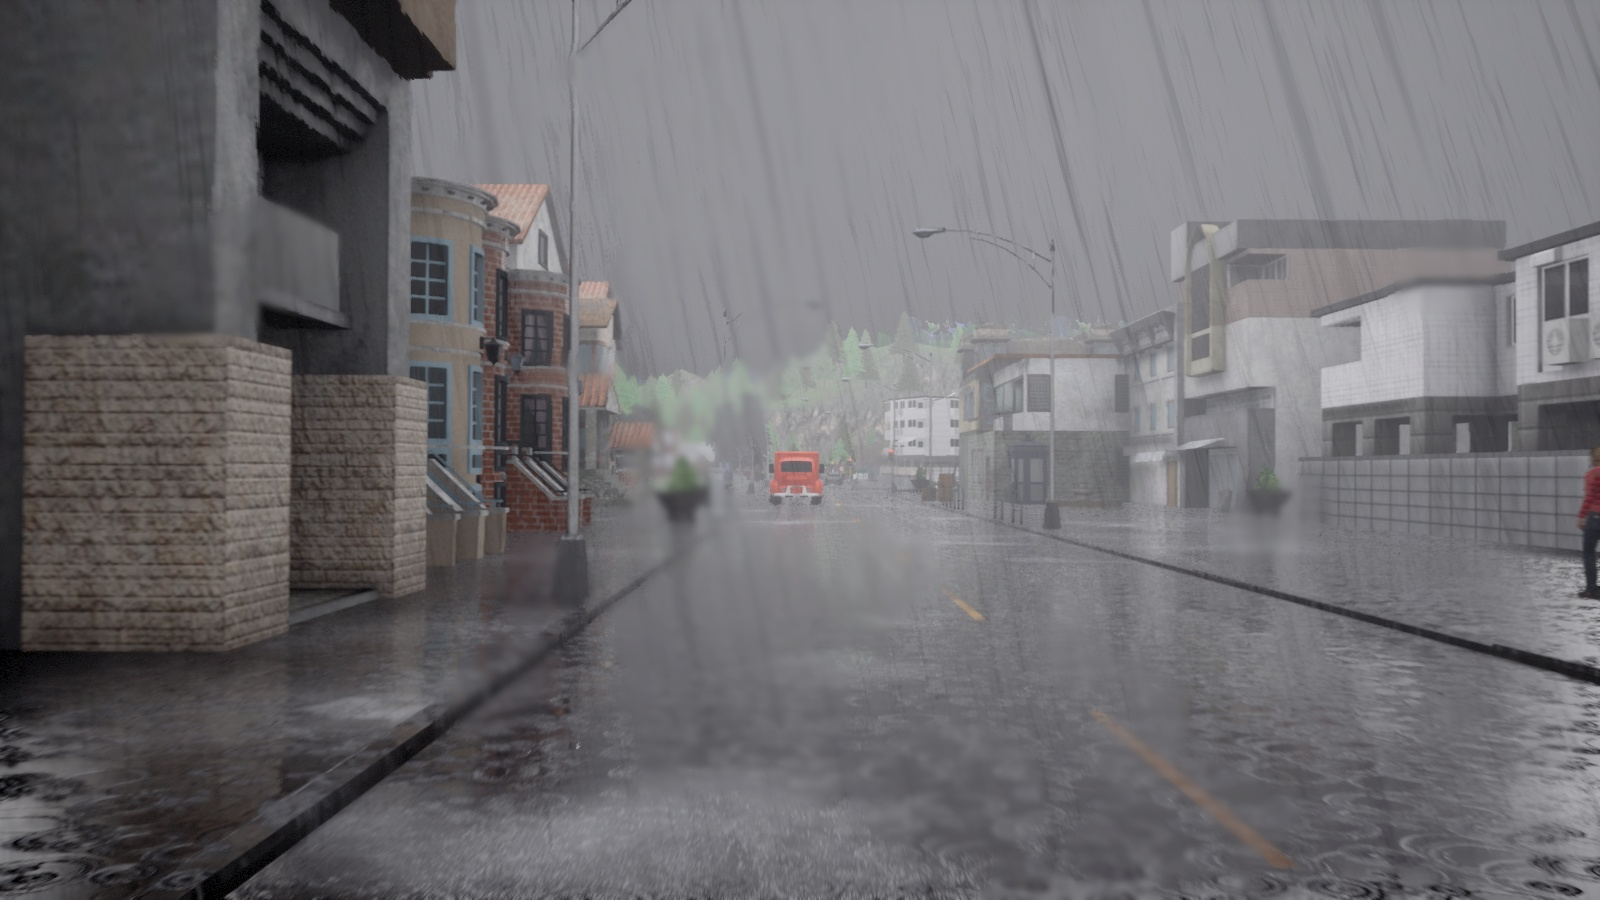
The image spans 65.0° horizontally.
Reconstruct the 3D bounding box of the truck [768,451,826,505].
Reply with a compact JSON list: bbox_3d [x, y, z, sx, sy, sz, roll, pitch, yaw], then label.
[{"bbox_3d":[-0.153,1.310,59.399,2.627,2.467,5.204,0,-1,0],"label":"truck"}]
